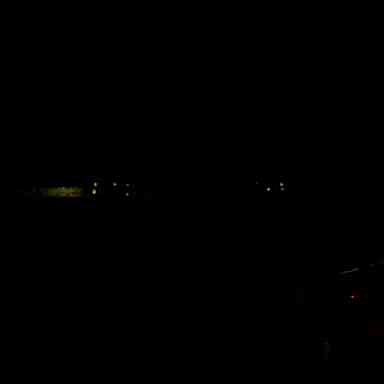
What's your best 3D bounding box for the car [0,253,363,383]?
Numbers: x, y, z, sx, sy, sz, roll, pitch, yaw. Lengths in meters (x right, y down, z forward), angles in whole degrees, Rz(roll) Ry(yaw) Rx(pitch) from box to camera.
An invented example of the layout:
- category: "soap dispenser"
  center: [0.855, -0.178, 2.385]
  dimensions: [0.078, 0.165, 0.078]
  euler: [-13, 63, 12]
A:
- category: "car"
  center: [-0.138, 1.522, 3.880]
  dimensions: [5.357, 1.411, 2.033]
  euler: [-1, 0, -35]
